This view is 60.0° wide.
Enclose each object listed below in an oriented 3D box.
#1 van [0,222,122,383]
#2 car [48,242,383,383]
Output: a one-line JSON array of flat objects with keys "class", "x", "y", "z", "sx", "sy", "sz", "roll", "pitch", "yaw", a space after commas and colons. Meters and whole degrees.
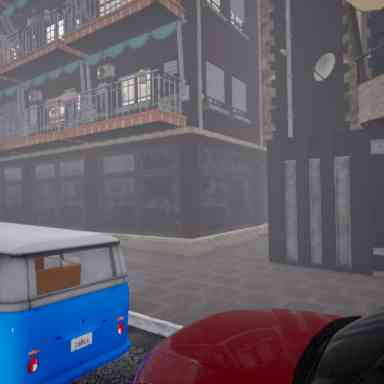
[{"class": "van", "x": -2.671, "y": 1.343, "z": 4.581, "sx": 3.998, "sy": 1.788, "sz": 1.690, "roll": 0, "pitch": -1, "yaw": 35}, {"class": "car", "x": 1.850, "y": 1.315, "z": 1.395, "sx": 5.009, "sy": 1.841, "sz": 2.192, "roll": 0, "pitch": -1, "yaw": 35}]
